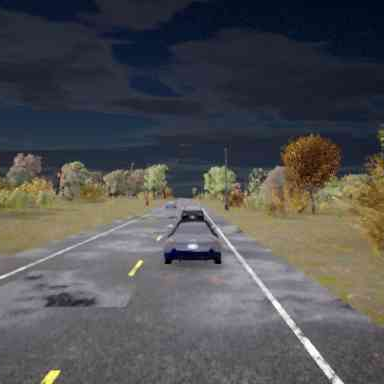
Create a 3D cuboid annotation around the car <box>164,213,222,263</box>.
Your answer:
[{"bbox_3d":[0.048,1.718,12.557,1.994,1.385,4.181,0,-1,1],"label":"car"}]

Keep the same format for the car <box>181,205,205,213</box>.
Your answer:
[{"bbox_3d":[0.056,1.824,28.548,1.882,1.535,5.008,0,0,0],"label":"car"}]

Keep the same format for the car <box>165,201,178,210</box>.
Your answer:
[{"bbox_3d":[-3.562,2.229,56.751,1.812,1.442,4.674,0,-1,0],"label":"car"}]
